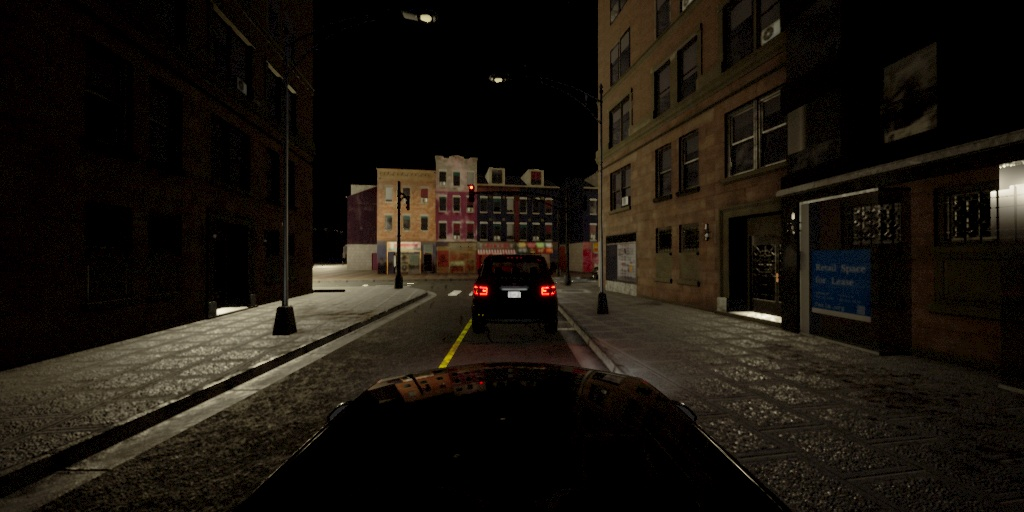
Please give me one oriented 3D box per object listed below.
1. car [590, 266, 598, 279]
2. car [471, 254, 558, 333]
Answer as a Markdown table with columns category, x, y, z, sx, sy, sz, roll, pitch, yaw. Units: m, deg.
| category | x | y | z | sx | sy | sz | roll | pitch | yaw |
| --- | --- | --- | --- | --- | --- | --- | --- | --- | --- |
| car | 8.880 | 1.079 | 29.837 | 4.553 | 1.767 | 2.097 | 0 | 0 | -10 |
| car | 0.095 | 0.969 | 10.829 | 2.150 | 2.045 | 5.566 | 0 | 0 | 1 |
